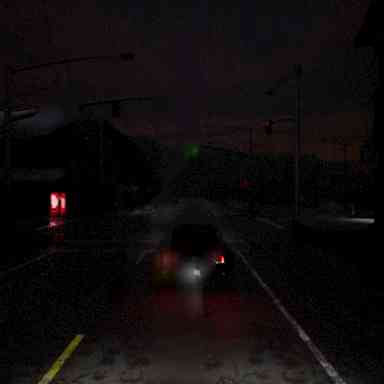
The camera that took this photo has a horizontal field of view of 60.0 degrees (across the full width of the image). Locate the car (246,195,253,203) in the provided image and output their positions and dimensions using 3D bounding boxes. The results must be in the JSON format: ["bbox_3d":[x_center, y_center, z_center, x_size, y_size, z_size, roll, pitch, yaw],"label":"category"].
[{"bbox_3d":[13.753,1.229,66.019,4.605,1.855,1.932,0,0,0],"label":"car"}]

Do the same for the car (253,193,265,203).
[{"bbox_3d":[14.166,1.203,63.113,3.866,1.878,1.905,0,0,0],"label":"car"}]

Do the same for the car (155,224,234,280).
[{"bbox_3d":[0.003,1.619,10.027,1.895,1.301,4.718,0,0,-1],"label":"car"}]

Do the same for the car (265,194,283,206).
[{"bbox_3d":[14.167,1.258,50.319,5.027,1.636,2.152,0,0,0],"label":"car"}]

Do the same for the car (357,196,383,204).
[{"bbox_3d":[32.261,1.418,59.637,4.514,1.523,2.007,0,0,0],"label":"car"}]

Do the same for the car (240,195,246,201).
[{"bbox_3d":[13.889,1.538,84.602,3.633,1.501,1.845,0,0,0],"label":"car"}]

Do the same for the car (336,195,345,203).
[{"bbox_3d":[32.303,1.457,69.630,3.633,1.501,1.845,0,0,0],"label":"car"}]

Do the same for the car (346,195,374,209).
[{"bbox_3d":[21.540,1.384,40.239,4.514,1.523,2.007,0,0,0],"label":"car"}]

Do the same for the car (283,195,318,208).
[{"bbox_3d":[14.491,1.325,43.901,3.806,1.475,1.970,0,0,0],"label":"car"}]

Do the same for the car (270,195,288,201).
[{"bbox_3d":[21.310,1.543,81.622,3.806,1.475,1.970,0,0,0],"label":"car"}]

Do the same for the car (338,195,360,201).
[{"bbox_3d":[39.923,1.503,84.613,4.514,1.523,2.007,0,0,0],"label":"car"}]

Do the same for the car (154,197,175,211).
[{"bbox_3d":[-3.592,1.579,42.208,1.837,1.490,4.892,0,0,0],"label":"car"}]

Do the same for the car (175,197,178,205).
[{"bbox_3d":[-3.583,1.596,51.825,1.837,1.490,4.892,0,0,0],"label":"car"}]

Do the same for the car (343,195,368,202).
[{"bbox_3d":[39.976,1.489,81.476,5.027,1.636,2.152,0,0,0],"label":"car"}]
